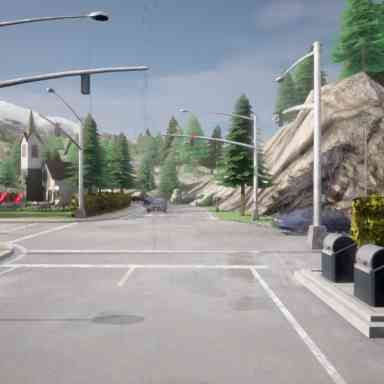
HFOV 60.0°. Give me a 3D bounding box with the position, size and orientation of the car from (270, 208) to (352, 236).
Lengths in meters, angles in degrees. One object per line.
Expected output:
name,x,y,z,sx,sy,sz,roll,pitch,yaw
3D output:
car,7.020,1.547,17.919,5.357,1.411,2.033,0,0,-1

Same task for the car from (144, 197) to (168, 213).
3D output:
car,-3.762,1.564,36.484,1.994,1.385,4.181,0,0,-2

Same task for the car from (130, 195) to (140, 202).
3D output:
car,-12.355,1.433,73.210,5.008,1.535,1.882,0,0,42

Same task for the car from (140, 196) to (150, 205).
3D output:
car,-6.960,1.505,55.922,1.837,1.490,4.892,0,0,-19

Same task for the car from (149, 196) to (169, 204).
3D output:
car,-6.488,1.547,64.656,2.033,1.411,5.357,0,0,-27
